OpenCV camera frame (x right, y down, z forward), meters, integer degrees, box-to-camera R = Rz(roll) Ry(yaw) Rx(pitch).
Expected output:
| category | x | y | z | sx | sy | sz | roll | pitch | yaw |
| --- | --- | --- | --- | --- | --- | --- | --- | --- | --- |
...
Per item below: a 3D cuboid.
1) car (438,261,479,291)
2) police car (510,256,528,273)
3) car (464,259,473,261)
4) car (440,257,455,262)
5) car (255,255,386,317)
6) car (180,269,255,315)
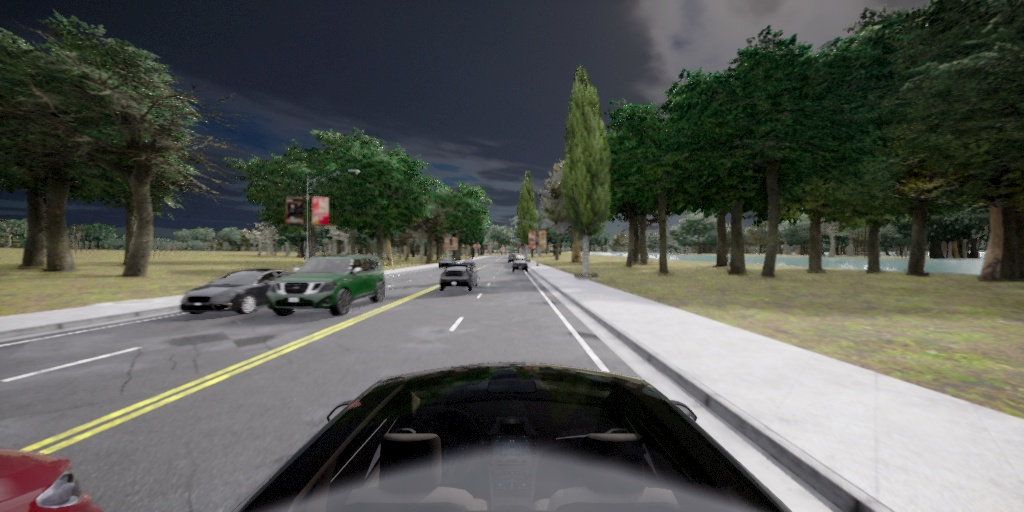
| category | x | y | z | sx | sy | sz | roll | pitch | yaw |
| --- | --- | --- | --- | --- | --- | --- | --- | --- | --- |
| car | -3.151 | 1.246 | 21.876 | 1.837 | 1.490 | 4.892 | 0 | 0 | 0 |
| police car | 0.973 | 1.113 | 43.548 | 1.930 | 1.638 | 5.238 | 0 | 0 | 0 |
| car | -6.561 | 1.186 | 54.436 | 2.033 | 1.411 | 5.357 | 0 | 0 | 1 |
| car | -9.817 | 0.991 | 54.544 | 2.097 | 1.767 | 4.553 | 0 | 0 | 0 |
| car | -6.601 | 0.969 | 13.608 | 2.150 | 2.045 | 5.566 | 0 | 0 | 0 |
| car | -9.850 | 1.253 | 13.665 | 1.837 | 1.490 | 4.892 | 0 | 0 | 0 |
